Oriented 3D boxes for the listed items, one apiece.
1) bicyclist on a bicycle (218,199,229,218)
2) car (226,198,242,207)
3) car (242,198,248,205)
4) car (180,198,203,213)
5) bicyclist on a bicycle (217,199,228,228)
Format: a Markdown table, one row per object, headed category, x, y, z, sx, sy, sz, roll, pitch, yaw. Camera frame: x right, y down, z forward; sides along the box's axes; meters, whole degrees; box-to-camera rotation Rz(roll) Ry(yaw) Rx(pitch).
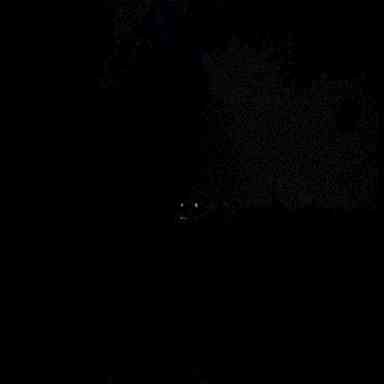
| category | x | y | z | sx | sy | sz | roll | pitch | yaw |
| --- | --- | --- | --- | --- | --- | --- | --- | --- | --- |
| bicyclist on a bicycle | 2.850 | 1.479 | 29.977 | 0.866 | 1.612 | 1.509 | 0 | 0 | 7 |
| car | 6.847 | 1.823 | 56.344 | 1.837 | 1.490 | 4.892 | 0 | -1 | 13 |
| car | 11.146 | 2.111 | 72.815 | 2.033 | 1.411 | 5.357 | 0 | -1 | 18 |
| car | 0.006 | 1.460 | 37.942 | 2.097 | 1.767 | 4.553 | 0 | -1 | 9 |
| bicyclist on a bicycle | 1.889 | 1.446 | 21.280 | 0.582 | 1.620 | 1.656 | 0 | -1 | 5 |
